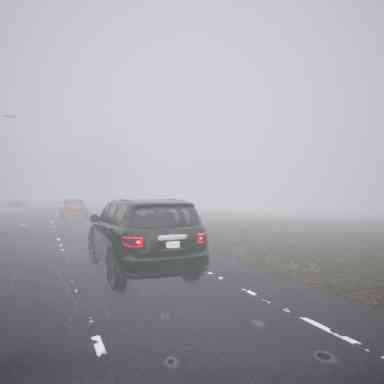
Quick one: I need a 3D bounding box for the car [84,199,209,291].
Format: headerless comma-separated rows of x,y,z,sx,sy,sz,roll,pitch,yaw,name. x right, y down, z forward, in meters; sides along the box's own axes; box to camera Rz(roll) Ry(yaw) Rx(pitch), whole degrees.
-1.508,1.216,9.403,2.150,2.045,5.566,0,0,-24,car

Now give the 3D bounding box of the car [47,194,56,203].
-28.178,1.578,67.983,1.812,1.442,4.674,0,0,-24,car

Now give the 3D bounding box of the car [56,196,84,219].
-10.382,1.342,28.895,2.097,1.767,4.553,0,0,-24,car

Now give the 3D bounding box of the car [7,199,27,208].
-24.984,1.605,47.659,1.895,1.301,4.718,0,0,-17,car
